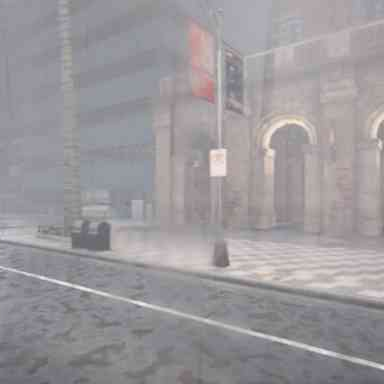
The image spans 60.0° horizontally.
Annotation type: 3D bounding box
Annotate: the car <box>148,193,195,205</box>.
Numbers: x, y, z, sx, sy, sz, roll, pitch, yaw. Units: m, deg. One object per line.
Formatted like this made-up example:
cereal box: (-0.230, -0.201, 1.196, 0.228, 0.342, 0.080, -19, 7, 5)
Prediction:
car: (-1.765, 1.134, 31.343, 5.566, 2.045, 2.435, 0, 0, 36)
